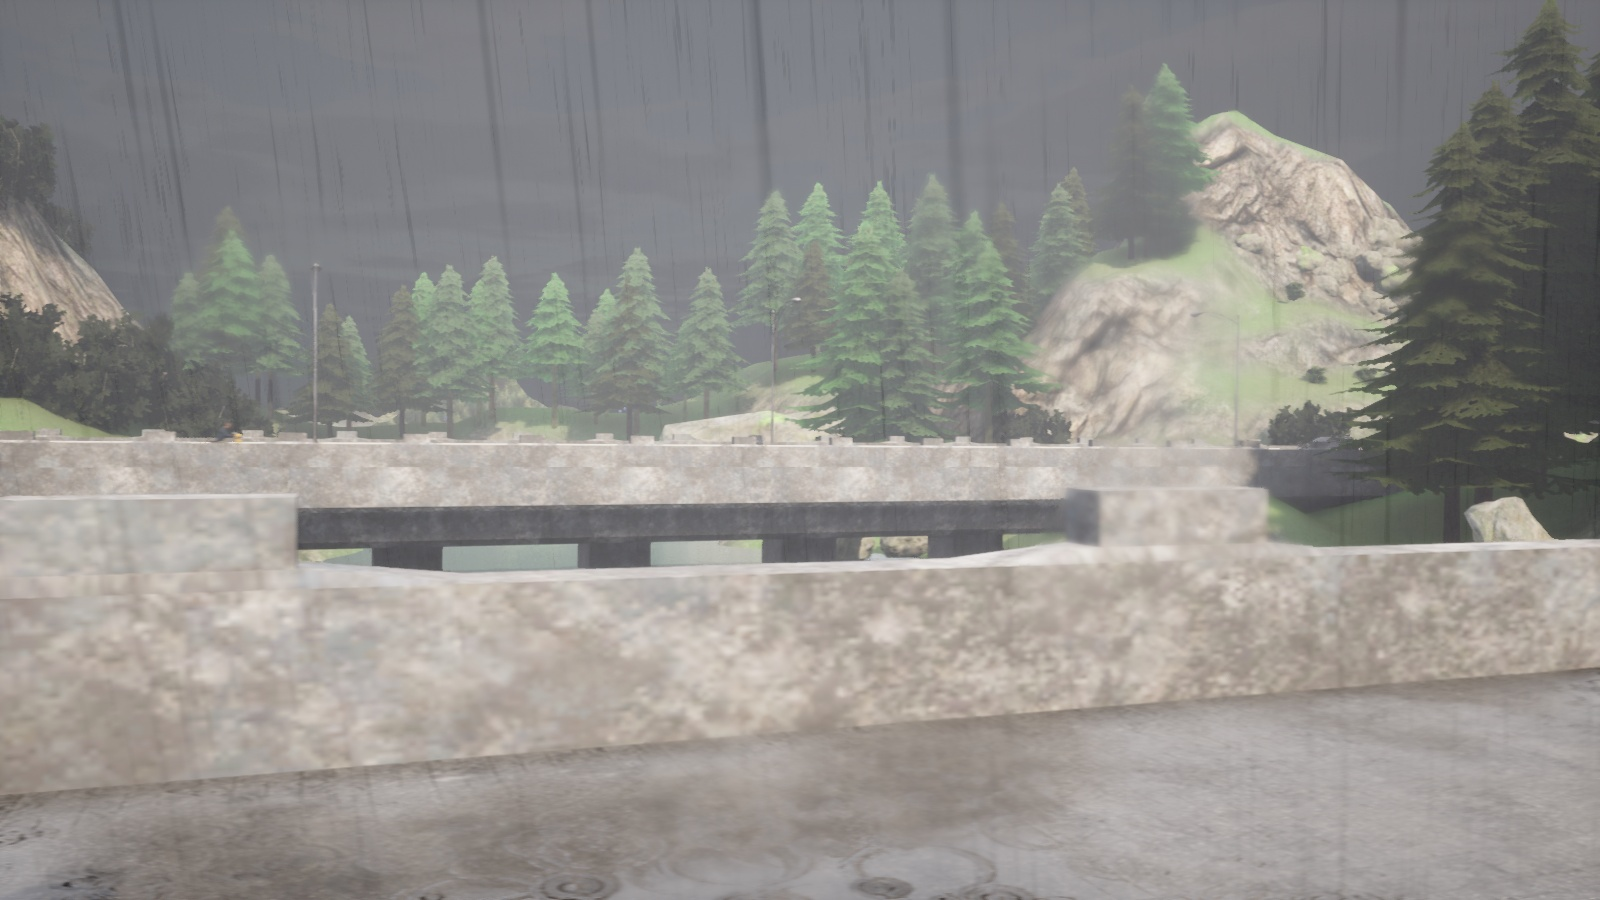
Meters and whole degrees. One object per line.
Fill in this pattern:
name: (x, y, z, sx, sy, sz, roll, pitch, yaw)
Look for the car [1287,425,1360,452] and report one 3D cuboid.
car: (30.210, -0.695, 72.514, 3.633, 1.501, 1.845, -1, 1, -21)
